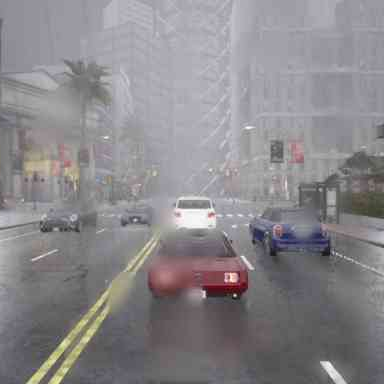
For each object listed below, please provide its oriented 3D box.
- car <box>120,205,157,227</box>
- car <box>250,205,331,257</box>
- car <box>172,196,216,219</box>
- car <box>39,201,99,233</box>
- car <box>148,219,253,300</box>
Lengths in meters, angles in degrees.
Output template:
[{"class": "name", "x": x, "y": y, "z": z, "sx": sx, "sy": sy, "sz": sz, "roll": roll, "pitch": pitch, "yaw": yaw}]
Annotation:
[{"class": "car", "x": -3.503, "y": 1.565, "z": 22.524, "sx": 1.994, "sy": 1.385, "sz": 4.181, "roll": 0, "pitch": 0, "yaw": 1}, {"class": "car", "x": 3.614, "y": 1.351, "z": 13.041, "sx": 2.097, "sy": 1.767, "sz": 4.553, "roll": 0, "pitch": 0, "yaw": 0}, {"class": "car", "x": 0.107, "y": 1.221, "z": 18.123, "sx": 2.150, "sy": 2.045, "sz": 5.566, "roll": 0, "pitch": 0, "yaw": 0}, {"class": "car", "x": -7.037, "y": 1.351, "z": 19.495, "sx": 2.097, "sy": 1.767, "sz": 4.553, "roll": 0, "pitch": 0, "yaw": 1}, {"class": "car", "x": 0.109, "y": 1.601, "z": 8.356, "sx": 1.895, "sy": 1.301, "sz": 4.718, "roll": 0, "pitch": 0, "yaw": 0}]
